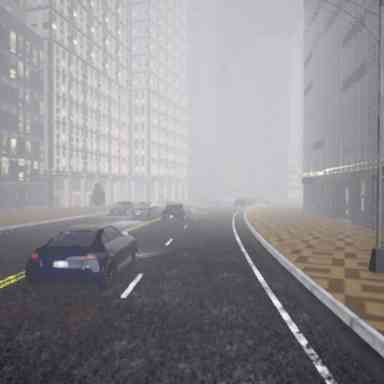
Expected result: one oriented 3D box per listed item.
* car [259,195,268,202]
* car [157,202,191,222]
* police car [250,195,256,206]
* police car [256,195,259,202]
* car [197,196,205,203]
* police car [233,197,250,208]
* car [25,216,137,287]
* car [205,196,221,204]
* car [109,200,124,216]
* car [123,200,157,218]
[{"bbox_3d":[18.109,1.714,88.863,2.150,2.045,5.566,0,0,21],"label":"car"},{"bbox_3d":[-1.298,1.633,27.982,1.837,1.490,4.892,0,0,7],"label":"car"},{"bbox_3d":[10.844,1.805,65.740,1.930,1.638,5.238,0,0,17],"label":"police car"},{"bbox_3d":[12.610,1.843,71.319,1.930,1.638,5.238,0,0,18],"label":"police car"},{"bbox_3d":[2.529,1.716,74.963,1.882,1.535,5.008,0,0,18],"label":"car"},{"bbox_3d":[8.216,1.743,56.348,1.930,1.638,5.238,0,0,14],"label":"police car"},{"bbox_3d":[-2.854,1.601,9.453,1.994,1.385,4.181,0,0,2],"label":"car"},{"bbox_3d":[4.913,1.870,71.805,2.033,1.411,5.357,0,0,17],"label":"car"},{"bbox_3d":[-7.101,1.635,34.854,1.837,1.490,4.892,0,0,9],"label":"car"},{"bbox_3d":[-4.353,1.620,31.122,2.128,1.511,4.902,0,0,8],"label":"car"}]
